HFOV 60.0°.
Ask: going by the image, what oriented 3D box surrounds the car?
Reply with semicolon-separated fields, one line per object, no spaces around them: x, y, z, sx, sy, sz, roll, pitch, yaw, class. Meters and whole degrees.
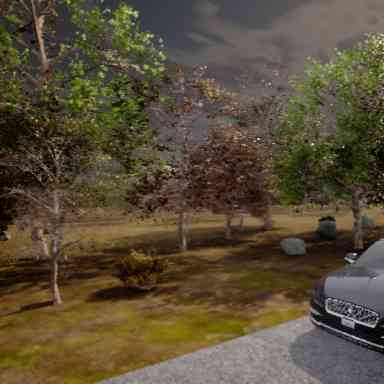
4.122;1.531;5.856;4.892;1.490;1.837;0;0;-34;car
